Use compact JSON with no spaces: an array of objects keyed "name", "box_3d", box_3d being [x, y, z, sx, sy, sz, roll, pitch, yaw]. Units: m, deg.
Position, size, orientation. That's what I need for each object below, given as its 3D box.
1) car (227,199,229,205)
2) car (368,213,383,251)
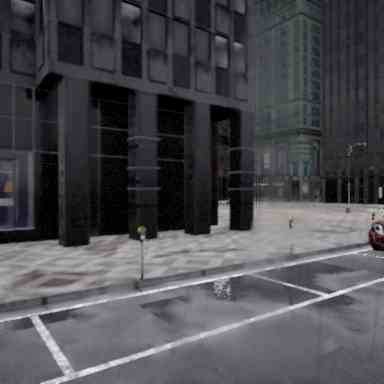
[{"name":"car","box_3d":[8.454,1.571,59.672,2.097,1.767,4.553,0,0,-35]},{"name":"car","box_3d":[8.971,1.346,13.053,5.009,1.841,2.192,0,0,-35]}]
